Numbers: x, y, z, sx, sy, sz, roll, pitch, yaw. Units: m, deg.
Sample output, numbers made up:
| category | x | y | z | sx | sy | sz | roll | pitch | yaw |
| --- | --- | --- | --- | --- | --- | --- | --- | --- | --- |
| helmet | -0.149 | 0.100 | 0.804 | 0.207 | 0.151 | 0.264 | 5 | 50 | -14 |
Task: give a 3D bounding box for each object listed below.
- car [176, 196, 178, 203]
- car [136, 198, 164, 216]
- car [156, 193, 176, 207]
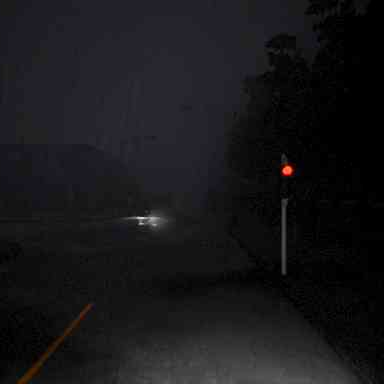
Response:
| category | x | y | z | sx | sy | sz | roll | pitch | yaw |
| --- | --- | --- | --- | --- | --- | --- | --- | --- | --- |
| car | -3.944 | 1.487 | 69.219 | 1.837 | 1.490 | 4.892 | 0 | 0 | 0 |
| car | -4.082 | 1.558 | 31.800 | 1.994 | 1.385 | 4.181 | 0 | 0 | 0 |
| car | -4.058 | 1.212 | 49.815 | 2.150 | 2.045 | 5.566 | 0 | 0 | 0 |
